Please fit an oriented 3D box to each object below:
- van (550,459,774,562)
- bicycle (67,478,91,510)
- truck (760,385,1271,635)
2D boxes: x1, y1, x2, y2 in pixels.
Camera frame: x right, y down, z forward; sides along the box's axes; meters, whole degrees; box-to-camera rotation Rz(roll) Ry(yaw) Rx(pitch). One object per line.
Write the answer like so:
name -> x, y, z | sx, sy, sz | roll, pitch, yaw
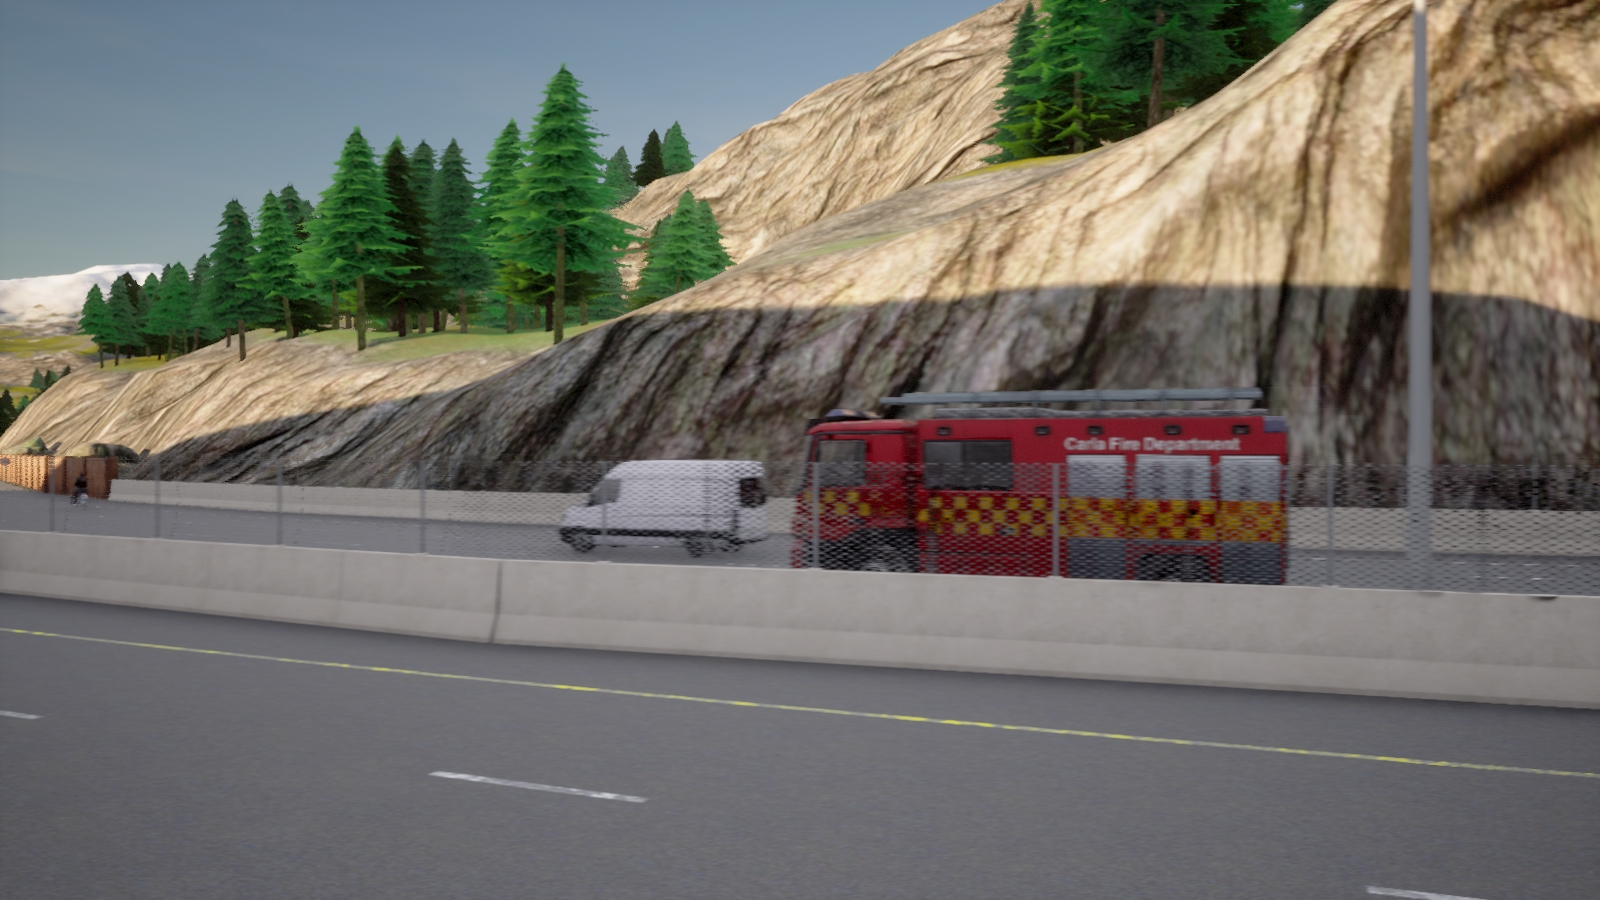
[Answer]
van -> -3.819, 1.561, 31.269 | 5.915, 2.561, 1.988 | 0, 0, 25
bicycle -> -34.428, 2.077, 54.552 | 1.835, 1.489, 0.329 | 0, 0, 38
truck -> 3.753, 0.912, 20.317 | 8.468, 3.827, 2.891 | 0, 0, 21
